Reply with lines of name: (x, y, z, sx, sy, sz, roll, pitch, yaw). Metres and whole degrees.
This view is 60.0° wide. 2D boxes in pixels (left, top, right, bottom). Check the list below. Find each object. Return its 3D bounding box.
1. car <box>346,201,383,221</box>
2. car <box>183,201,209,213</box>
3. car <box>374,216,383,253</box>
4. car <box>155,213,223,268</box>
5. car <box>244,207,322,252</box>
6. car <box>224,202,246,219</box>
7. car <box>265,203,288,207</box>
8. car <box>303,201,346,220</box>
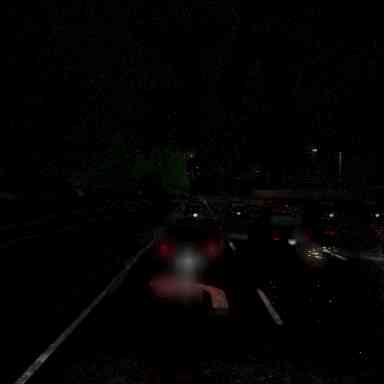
car: (14.324, 1.541, 28.018, 1.837, 1.490, 4.892, 0, 0, 1)
car: (0.326, 1.541, 28.280, 1.837, 1.490, 4.892, 0, 0, 1)
car: (6.889, 1.558, 8.040, 2.033, 1.411, 5.357, 0, 0, 1)
car: (-0.036, 1.615, 11.314, 1.895, 1.301, 4.718, 0, 0, 1)
car: (3.509, 1.543, 13.789, 1.812, 1.442, 4.674, 0, 0, 1)
car: (3.838, 1.563, 29.202, 1.812, 1.442, 4.674, 0, 0, 1)
car: (7.338, 1.600, 28.733, 1.994, 1.385, 4.181, 0, 0, 1)
car: (10.825, 1.541, 28.093, 1.837, 1.490, 4.892, 0, 0, 1)
